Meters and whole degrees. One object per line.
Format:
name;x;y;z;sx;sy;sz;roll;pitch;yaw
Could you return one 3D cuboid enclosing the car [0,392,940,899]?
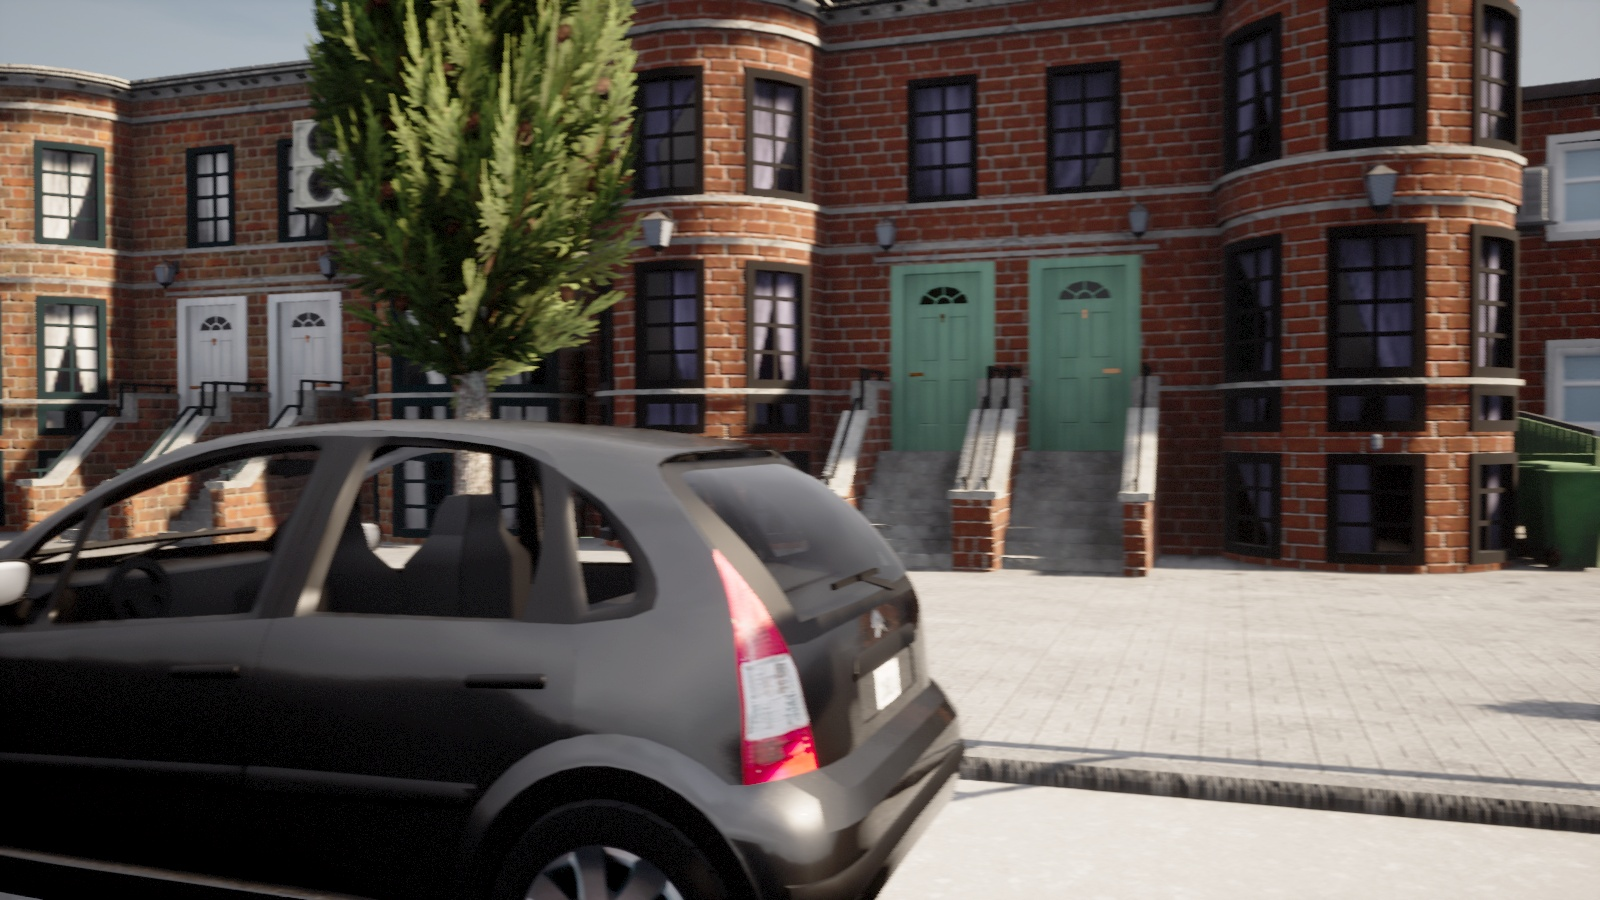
car;-1.685;0.650;4.285;3.988;1.617;1.851;1;1;19
